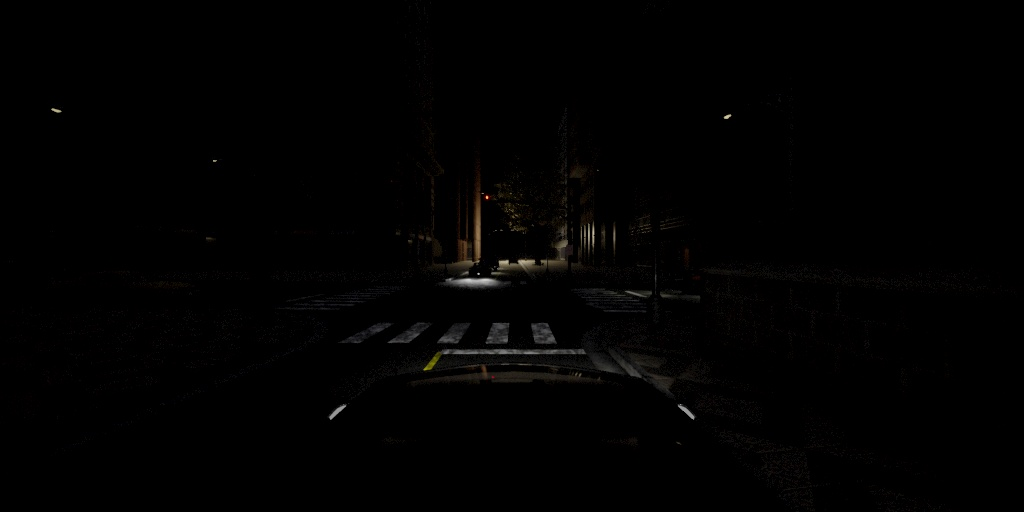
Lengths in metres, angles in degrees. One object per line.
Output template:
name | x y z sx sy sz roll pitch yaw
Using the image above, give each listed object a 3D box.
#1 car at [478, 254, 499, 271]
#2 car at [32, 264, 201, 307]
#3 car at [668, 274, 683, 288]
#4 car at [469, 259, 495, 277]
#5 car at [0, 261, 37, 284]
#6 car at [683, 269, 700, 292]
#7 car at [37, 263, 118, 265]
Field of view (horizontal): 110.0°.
car | -2.966 0.828 44.912 2.150 2.045 5.566 0 0 0
car | -14.902 1.146 13.866 4.829 1.417 1.751 0 0 1
car | 11.988 1.381 22.148 4.403 1.370 2.007 0 0 1
car | -2.997 1.275 34.437 1.895 1.301 4.718 0 0 0
car | -31.863 0.974 22.545 4.507 1.381 1.888 0 0 1
car | 12.419 1.311 19.481 5.008 1.535 1.882 0 0 1
car | -26.245 1.065 22.494 4.313 1.339 1.948 0 0 1
